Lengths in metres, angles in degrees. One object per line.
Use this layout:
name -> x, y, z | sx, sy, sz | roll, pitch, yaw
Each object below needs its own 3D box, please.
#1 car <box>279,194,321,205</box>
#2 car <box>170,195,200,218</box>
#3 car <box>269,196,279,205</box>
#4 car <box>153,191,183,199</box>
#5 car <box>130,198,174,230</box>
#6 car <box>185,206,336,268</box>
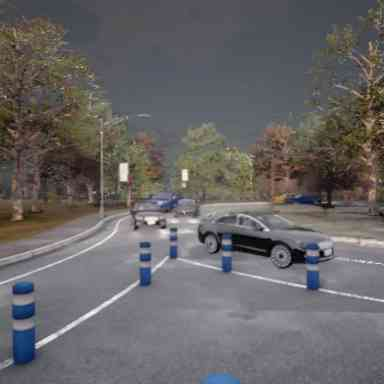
car -> 14.923, 1.010, 44.992 | 5.008, 1.535, 1.882 | 0, 0, -10
car -> -0.363, 1.295, 27.603 | 1.837, 1.490, 4.892 | -2, 0, 6
car -> 13.599, 0.990, 47.997 | 5.008, 1.535, 1.882 | 0, 0, -12
car -> -2.496, 0.966, 33.417 | 2.150, 2.045, 5.566 | 0, 1, 19
car -> -2.737, 1.365, 20.374 | 2.128, 1.511, 4.902 | 0, 1, -13
car -> 2.241, 1.422, 11.211 | 2.128, 1.511, 4.902 | -1, 1, -41
